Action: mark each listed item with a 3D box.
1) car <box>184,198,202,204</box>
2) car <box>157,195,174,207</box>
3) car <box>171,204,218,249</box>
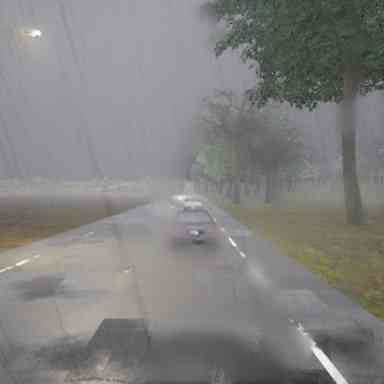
[{"bbox_3d":[0.079,1.328,36.854,1.895,1.301,4.718,0,1,0],"label":"car"},{"bbox_3d":[-3.525,1.151,44.661,1.837,1.490,4.892,0,0,0],"label":"car"},{"bbox_3d":[0.089,1.463,14.154,2.033,1.411,5.357,0,0,0],"label":"car"}]
